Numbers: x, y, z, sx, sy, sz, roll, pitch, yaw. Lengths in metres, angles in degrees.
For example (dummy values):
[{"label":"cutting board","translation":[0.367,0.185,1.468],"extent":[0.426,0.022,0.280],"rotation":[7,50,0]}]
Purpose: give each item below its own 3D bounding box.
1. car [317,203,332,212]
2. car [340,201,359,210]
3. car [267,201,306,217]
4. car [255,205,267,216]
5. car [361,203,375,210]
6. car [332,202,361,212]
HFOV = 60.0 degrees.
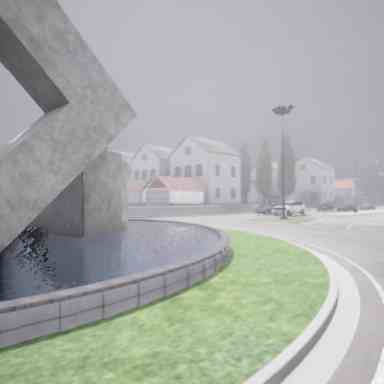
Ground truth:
[{"label":"car","translation":[24.162,2.763,59.862],"extent":[1.837,1.490,4.892],"rotation":[-2,-2,44]},{"label":"car","translation":[32.255,2.763,68.175],"extent":[2.097,1.767,4.553],"rotation":[-2,-2,44]},{"label":"car","translation":[12.891,2.169,43.934],"extent":[5.566,2.045,2.150],"rotation":[1,-2,-40]},{"label":"car","translation":[10.840,2.527,46.789],"extent":[4.892,1.490,1.837],"rotation":[1,-1,-40]},{"label":"car","translation":[34.493,2.859,65.452],"extent":[1.812,1.442,4.674],"rotation":[-2,-2,44]},{"label":"car","translation":[26.799,2.740,57.552],"extent":[2.033,1.411,5.357],"rotation":[-2,-2,44]}]
